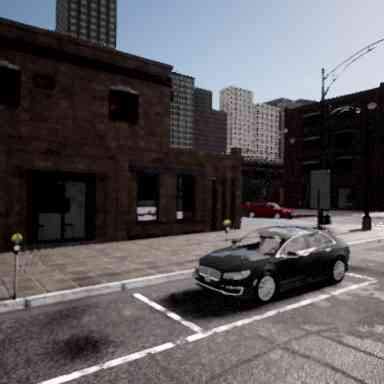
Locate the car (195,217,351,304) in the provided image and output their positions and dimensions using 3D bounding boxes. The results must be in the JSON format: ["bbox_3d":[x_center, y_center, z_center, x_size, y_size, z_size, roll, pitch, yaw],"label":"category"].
[{"bbox_3d":[2.105,1.542,8.044,4.403,1.369,2.008,0,1,-35],"label":"car"}]

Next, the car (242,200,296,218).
[{"bbox_3d":[6.614,1.581,27.993,1.887,1.381,4.507,1,-1,-35],"label":"car"}]

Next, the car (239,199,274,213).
[{"bbox_3d":[7.904,1.711,41.222,1.967,1.590,4.097,1,-1,-35],"label":"car"}]
